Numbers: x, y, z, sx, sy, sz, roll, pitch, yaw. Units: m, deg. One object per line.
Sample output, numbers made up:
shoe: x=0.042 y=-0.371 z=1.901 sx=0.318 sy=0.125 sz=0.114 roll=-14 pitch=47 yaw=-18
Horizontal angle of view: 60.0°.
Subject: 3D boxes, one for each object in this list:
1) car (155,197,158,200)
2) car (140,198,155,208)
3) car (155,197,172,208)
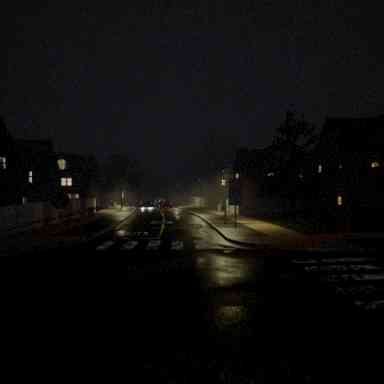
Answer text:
car: x=-6.298 y=1.748 z=62.268 sx=2.097 sy=1.767 sz=4.553 roll=0 pitch=-1 yaw=-13
car: x=-7.772 y=1.884 z=56.024 sx=1.994 sy=1.385 sz=4.181 roll=0 pitch=-1 yaw=-11
car: x=-4.281 y=1.880 z=52.438 sx=1.895 sy=1.301 sz=4.718 roll=0 pitch=-1 yaw=-11
